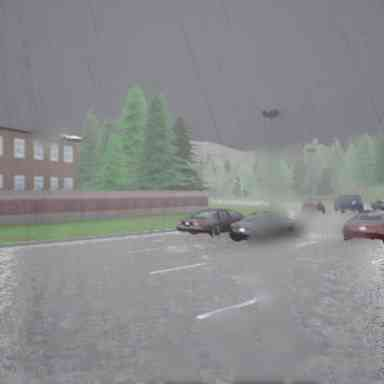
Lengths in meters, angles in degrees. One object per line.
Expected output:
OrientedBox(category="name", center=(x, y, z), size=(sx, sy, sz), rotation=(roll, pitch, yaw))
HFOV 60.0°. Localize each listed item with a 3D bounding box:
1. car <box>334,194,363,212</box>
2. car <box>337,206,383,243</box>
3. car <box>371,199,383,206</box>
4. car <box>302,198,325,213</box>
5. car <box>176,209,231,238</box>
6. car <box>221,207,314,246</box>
OrientedBox(category="car", center=(17.623, 1.295, 37.650), size=(2.150, 2.045, 5.566), rotation=(0, 0, 13))
OrientedBox(category="car", center=(8.971, 1.587, 16.158), size=(1.994, 1.385, 4.181), rotation=(-1, 0, 45))
OrientedBox(category="car", center=(20.471, 1.546, 35.453), size=(1.837, 1.490, 4.892), rotation=(1, 0, 16))
OrientedBox(category="car", center=(14.235, 1.459, 39.265), size=(2.097, 1.767, 4.553), rotation=(-1, 0, 12))
OrientedBox(category="car", center=(1.601, 1.638, 18.566), size=(5.357, 1.411, 2.033), rotation=(0, 0, -43))
OrientedBox(category="car", center=(3.691, 1.625, 15.889), size=(4.181, 1.385, 1.994), rotation=(0, 0, -42))
